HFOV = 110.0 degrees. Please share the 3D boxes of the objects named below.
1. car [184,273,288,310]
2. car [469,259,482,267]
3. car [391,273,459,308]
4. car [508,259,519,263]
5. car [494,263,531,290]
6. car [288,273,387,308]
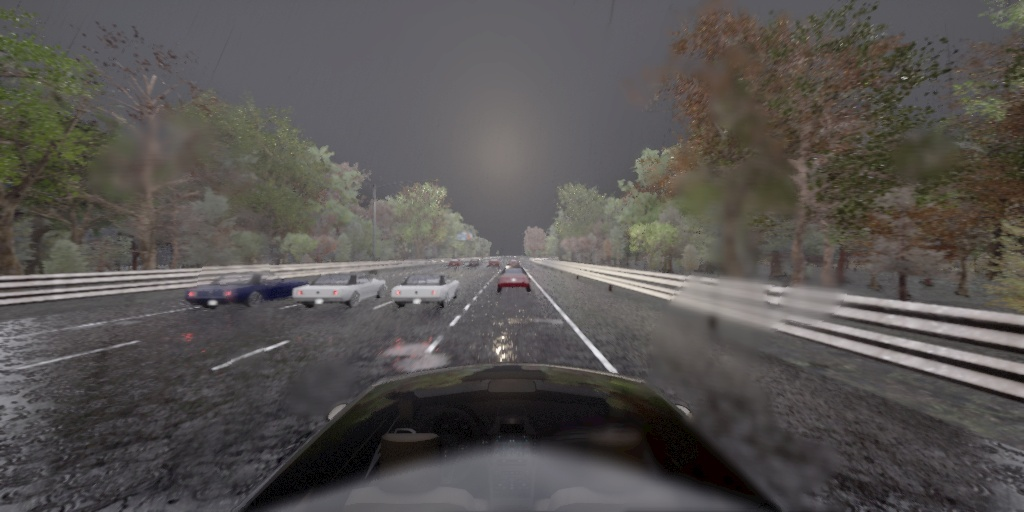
[{"bbox_3d":[-10.410,1.351,14.702,1.895,1.301,4.718,0,0,0],"label":"car"},{"bbox_3d":[-6.653,1.266,64.815,1.837,1.490,4.892,0,0,0],"label":"car"},{"bbox_3d":[-3.409,1.351,15.078,1.895,1.301,4.718,0,0,0],"label":"car"},{"bbox_3d":[0.346,1.284,64.372,1.812,1.442,4.674,0,0,0],"label":"car"},{"bbox_3d":[0.110,1.314,22.224,1.994,1.385,4.181,0,0,0],"label":"car"},{"bbox_3d":[-6.909,1.351,15.073,1.895,1.301,4.718,0,0,0],"label":"car"}]
